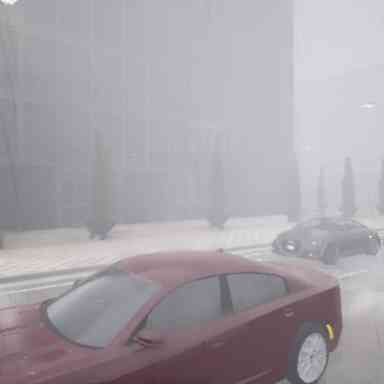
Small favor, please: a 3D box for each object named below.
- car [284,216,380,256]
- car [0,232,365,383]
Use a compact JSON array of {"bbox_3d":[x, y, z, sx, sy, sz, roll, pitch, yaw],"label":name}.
[{"bbox_3d":[4.751,1.569,11.672,4.181,1.385,1.994,0,0,-35],"label":"car"},{"bbox_3d":[-0.318,1.479,3.764,5.008,1.535,1.882,0,0,-35],"label":"car"}]
